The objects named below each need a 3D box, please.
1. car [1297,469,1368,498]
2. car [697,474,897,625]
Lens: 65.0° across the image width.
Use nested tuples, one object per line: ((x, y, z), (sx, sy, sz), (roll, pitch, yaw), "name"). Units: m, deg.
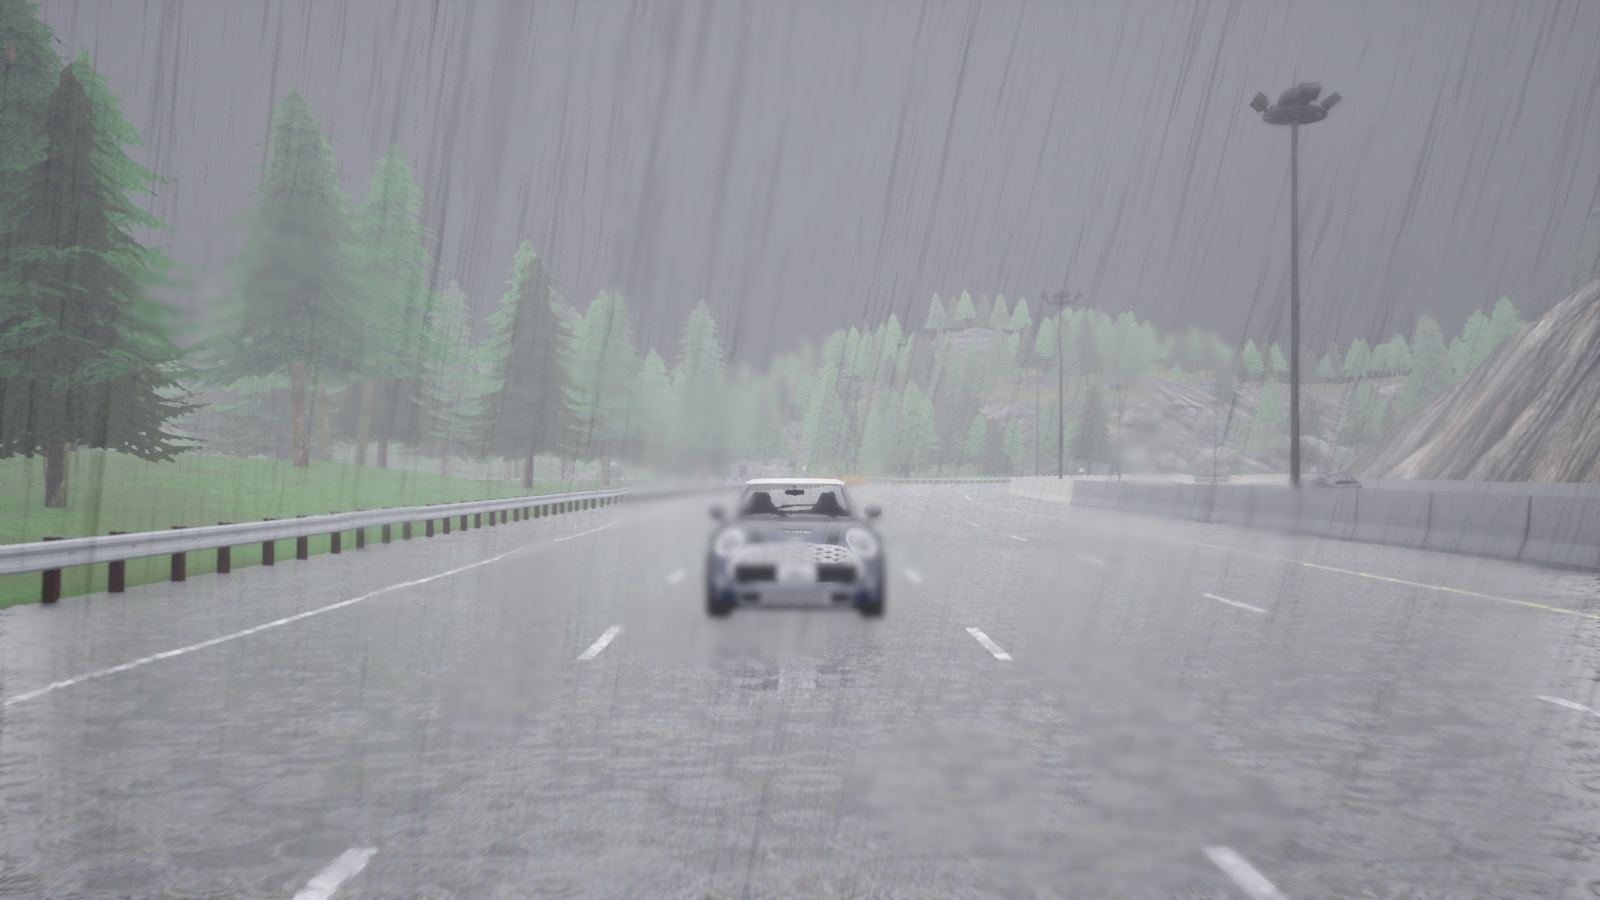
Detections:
((28.592, 1.788, 67.604), (2.128, 1.511, 4.902), (0, -1, 5), "car")
((-0.035, 1.020, 14.298), (1.970, 1.475, 3.806), (0, -1, 0), "car")
